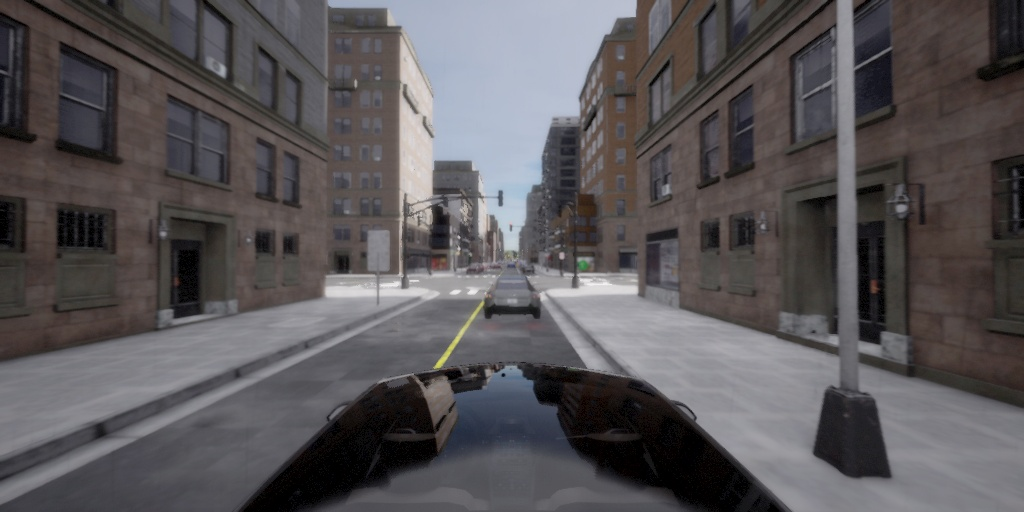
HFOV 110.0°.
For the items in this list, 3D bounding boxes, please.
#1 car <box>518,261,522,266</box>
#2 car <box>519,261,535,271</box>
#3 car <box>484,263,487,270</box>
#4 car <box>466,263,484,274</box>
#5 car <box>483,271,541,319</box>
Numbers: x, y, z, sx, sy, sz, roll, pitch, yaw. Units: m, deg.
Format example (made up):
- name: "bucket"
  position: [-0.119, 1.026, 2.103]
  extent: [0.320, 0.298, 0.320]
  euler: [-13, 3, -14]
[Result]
- name: "car"
  position: [2.453, 2.030, 63.580]
  extent: [1.802, 1.307, 4.207]
  euler: [0, 0, 0]
- name: "car"
  position: [2.422, 1.881, 52.558]
  extent: [1.948, 1.339, 4.313]
  euler: [0, 0, 0]
- name: "car"
  position: [-5.587, 1.821, 58.092]
  extent: [1.967, 1.591, 4.097]
  euler: [0, 0, 0]
- name: "car"
  position: [-5.603, 1.755, 52.581]
  extent: [1.967, 1.591, 4.097]
  euler: [0, 0, 0]
- name: "car"
  position: [0.021, 1.436, 13.520]
  extent: [1.994, 1.385, 4.181]
  euler: [0, -1, 0]
